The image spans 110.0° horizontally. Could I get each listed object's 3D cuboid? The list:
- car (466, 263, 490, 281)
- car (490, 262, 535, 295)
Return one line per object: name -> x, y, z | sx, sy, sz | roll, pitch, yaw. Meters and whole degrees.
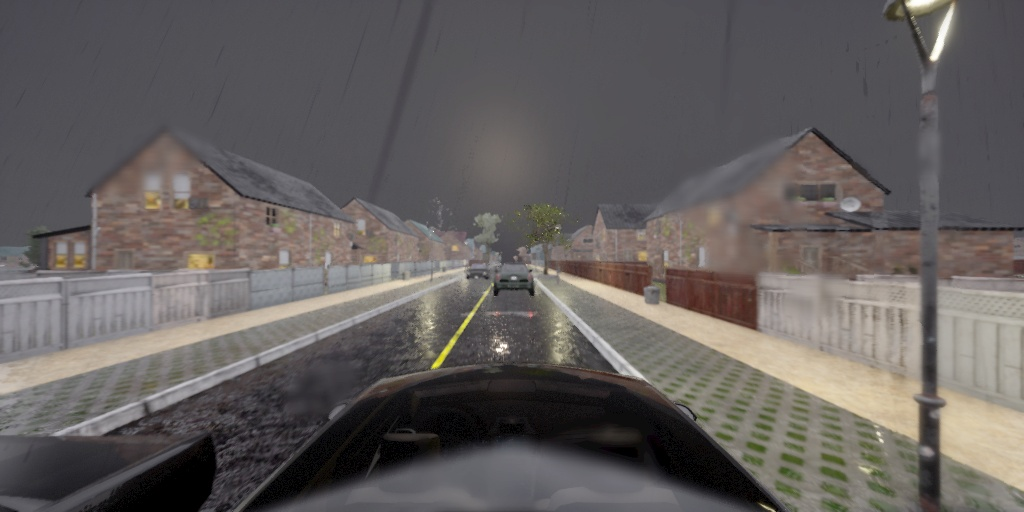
car -> -2.858, 1.352, 31.550 | 2.033, 1.411, 5.357 | 0, 0, 0
car -> 0.097, 1.118, 19.875 | 2.097, 1.767, 4.553 | 0, 0, 0
